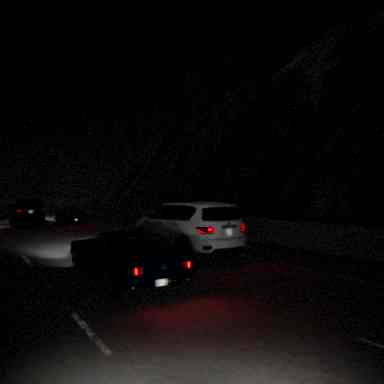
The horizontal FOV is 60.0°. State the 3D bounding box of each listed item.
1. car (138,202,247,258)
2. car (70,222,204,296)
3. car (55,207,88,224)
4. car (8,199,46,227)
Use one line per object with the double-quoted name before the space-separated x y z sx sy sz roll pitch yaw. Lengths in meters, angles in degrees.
"car" -0.272 1.388 13.042 2.150 2.045 5.566 1 -1 -34
"car" -1.886 1.716 9.143 1.895 1.301 4.718 1 -1 -34
"car" -10.472 1.955 28.642 1.895 1.301 4.718 0 -1 -32
"car" -12.875 1.538 25.881 2.150 2.045 5.566 0 -1 -32
